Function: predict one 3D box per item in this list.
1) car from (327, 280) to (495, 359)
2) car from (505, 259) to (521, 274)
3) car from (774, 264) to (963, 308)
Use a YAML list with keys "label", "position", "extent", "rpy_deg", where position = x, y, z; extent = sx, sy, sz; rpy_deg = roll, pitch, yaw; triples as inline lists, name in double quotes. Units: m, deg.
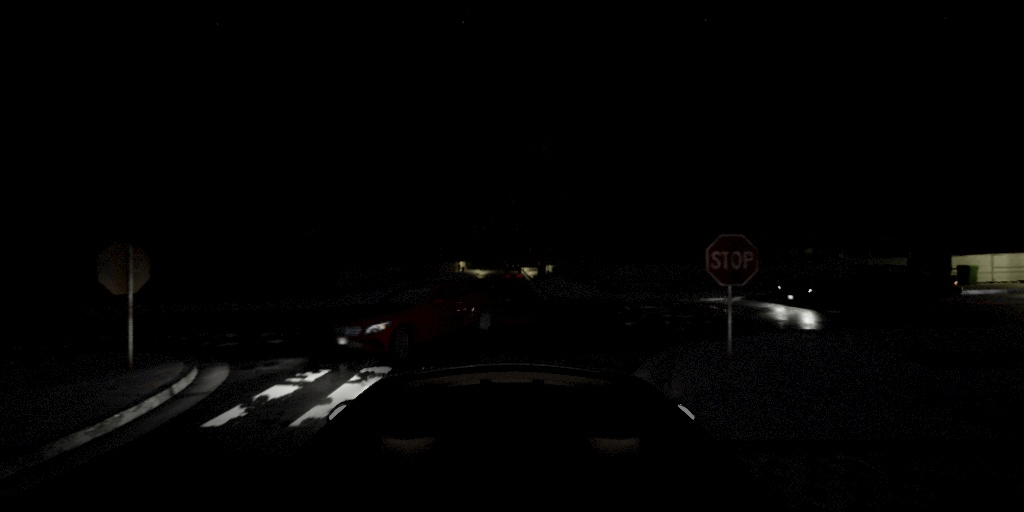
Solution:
- label: "car"
  position: [-2.169, 1.367, 9.005]
  extent: [1.812, 1.442, 4.674]
  rpy_deg: [-4, -1, 30]
- label: "car"
  position: [0.147, 1.466, 51.247]
  extent: [2.150, 2.045, 5.566]
  rpy_deg: [0, -1, 0]
- label: "car"
  position: [12.638, 1.011, 12.887]
  extent: [5.357, 1.411, 2.033]
  rpy_deg: [-2, 0, 0]
